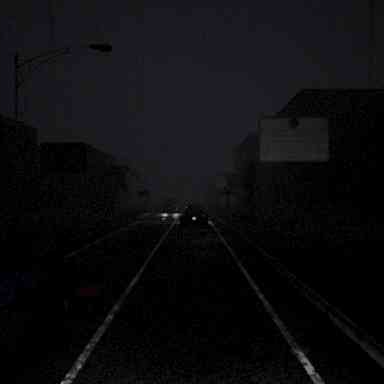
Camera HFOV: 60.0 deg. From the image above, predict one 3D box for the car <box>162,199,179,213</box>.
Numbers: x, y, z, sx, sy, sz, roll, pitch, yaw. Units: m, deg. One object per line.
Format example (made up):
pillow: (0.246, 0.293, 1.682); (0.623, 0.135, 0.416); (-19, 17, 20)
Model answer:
car: (-2.998, 1.942, 47.334); (2.150, 2.045, 5.566); (0, -2, 0)

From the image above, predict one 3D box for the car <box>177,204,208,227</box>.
car: (0.142, 1.793, 24.472); (1.994, 1.385, 4.181); (0, -1, 0)

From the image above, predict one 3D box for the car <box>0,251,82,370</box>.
car: (-3.089, 1.569, 4.316); (2.033, 1.411, 5.357); (0, 0, 0)
